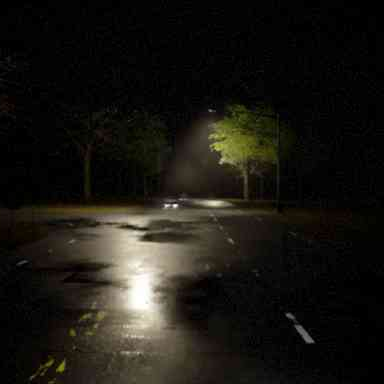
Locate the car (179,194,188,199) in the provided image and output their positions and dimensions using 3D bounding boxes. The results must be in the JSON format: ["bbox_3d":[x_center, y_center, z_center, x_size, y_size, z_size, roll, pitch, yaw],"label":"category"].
[{"bbox_3d":[-2.399,1.186,94.380,1.882,1.535,5.008,0,0,6],"label":"car"}]

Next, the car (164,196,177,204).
[{"bbox_3d":[-3.553,1.373,55.465,1.895,1.301,4.718,0,0,0],"label":"car"}]
